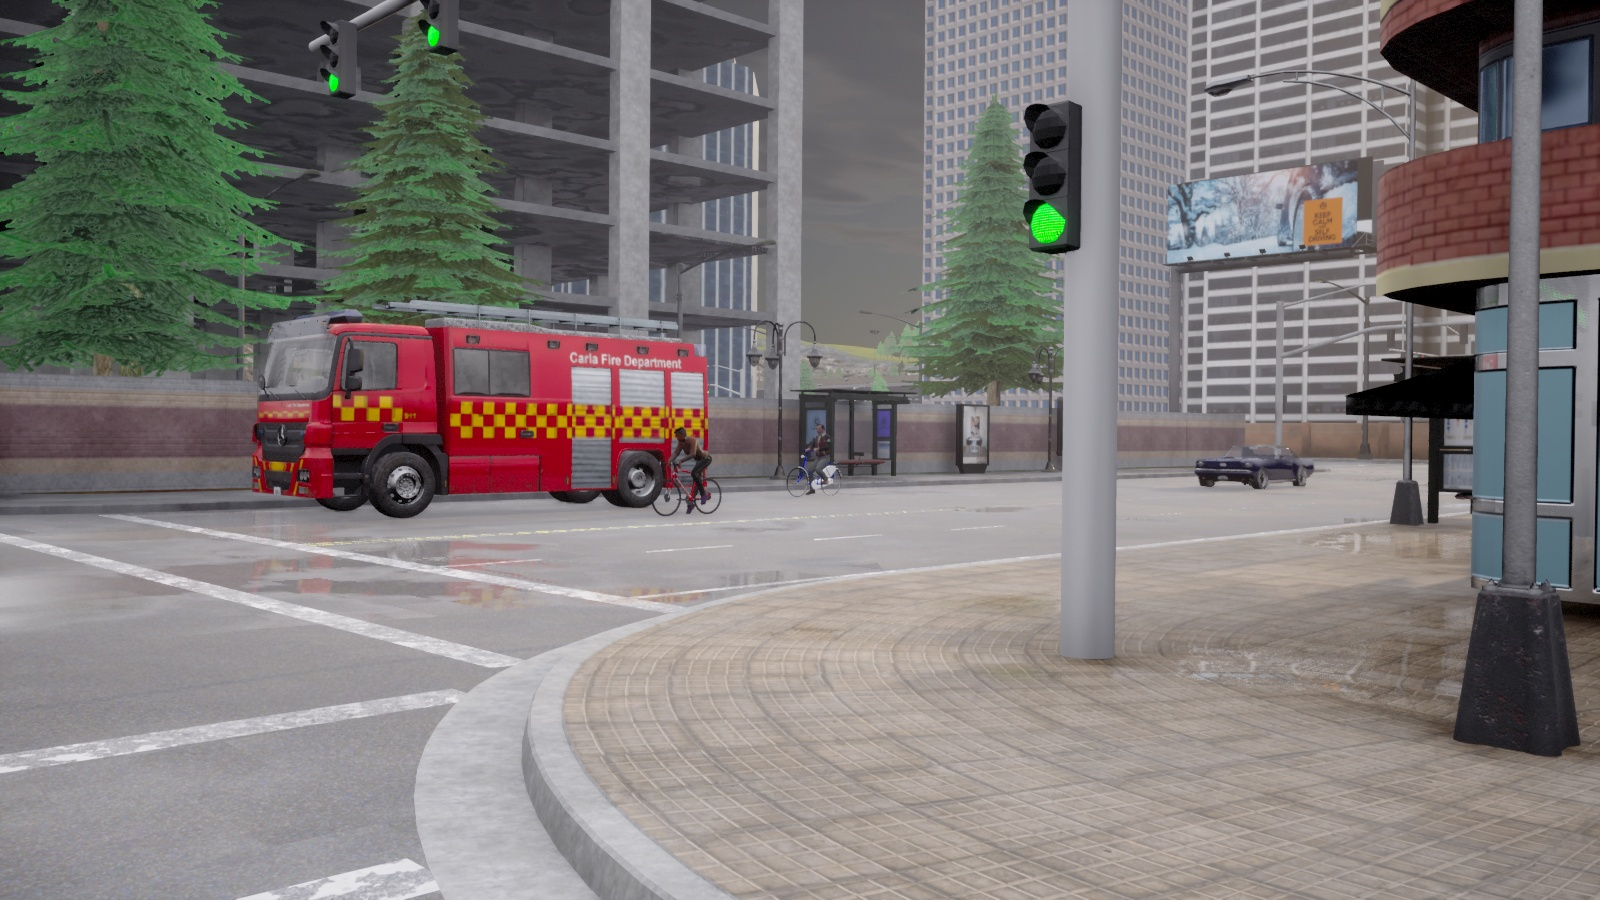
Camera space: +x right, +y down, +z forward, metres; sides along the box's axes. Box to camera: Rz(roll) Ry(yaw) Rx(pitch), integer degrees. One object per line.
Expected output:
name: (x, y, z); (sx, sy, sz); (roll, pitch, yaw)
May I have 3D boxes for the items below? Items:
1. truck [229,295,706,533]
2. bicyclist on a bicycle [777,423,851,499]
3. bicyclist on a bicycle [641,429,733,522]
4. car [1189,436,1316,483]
truck: (-6.031, -0.653, 24.140); (8.468, 3.827, 2.891); (-1, 1, -44)
bicyclist on a bicycle: (0.346, 0.242, 30.206); (1.843, 1.776, 0.659); (-1, 1, -44)
bicyclist on a bicycle: (-2.060, 0.443, 23.091); (1.656, 1.620, 0.582); (-2, 1, -44)
car: (13.841, 0.240, 38.238); (1.895, 1.301, 4.718); (0, 1, 44)
